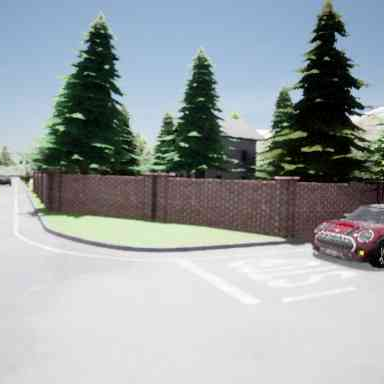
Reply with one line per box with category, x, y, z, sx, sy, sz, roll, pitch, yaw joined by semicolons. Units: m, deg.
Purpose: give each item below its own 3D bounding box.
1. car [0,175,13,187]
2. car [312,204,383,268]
car;-29.360;-1.832;52.144;2.097;1.767;4.553;1;3;-28
car;6.070;1.195;10.664;4.553;1.767;2.097;1;3;-27
